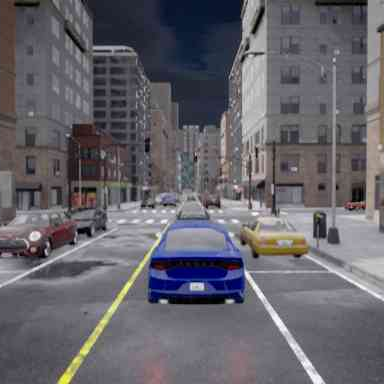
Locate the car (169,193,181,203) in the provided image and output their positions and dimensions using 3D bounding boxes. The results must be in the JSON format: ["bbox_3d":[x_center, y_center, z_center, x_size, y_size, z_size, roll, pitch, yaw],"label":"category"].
[{"bbox_3d":[-3.178,1.409,64.405,1.837,1.490,4.892,0,0,0],"label":"car"}]

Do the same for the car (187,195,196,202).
[{"bbox_3d":[-0.160,1.405,74.045,2.128,1.511,4.902,0,0,0],"label":"car"}]

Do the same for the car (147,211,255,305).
[{"bbox_3d":[0.079,1.459,8.152,1.882,1.535,5.008,0,0,0],"label":"car"}]

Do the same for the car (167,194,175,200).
[{"bbox_3d":[-5.882,1.290,94.871,1.967,1.590,4.097,-1,0,0],"label":"car"}]

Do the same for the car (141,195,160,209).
[{"bbox_3d":[-5.773,1.496,44.599,1.947,1.339,4.313,-1,0,0],"label":"car"}]

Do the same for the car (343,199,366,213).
[{"bbox_3d":[17.606,1.337,32.928,4.718,1.301,1.895,-1,1,0],"label":"car"}]

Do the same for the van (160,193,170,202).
[{"bbox_3d":[-5.835,1.232,72.528,1.690,1.788,3.998,-1,0,0],"label":"van"}]

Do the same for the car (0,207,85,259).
[{"bbox_3d":[-5.704,1.413,12.229,1.967,1.590,4.097,-1,0,0],"label":"car"}]

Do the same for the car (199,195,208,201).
[{"bbox_3d":[2.688,1.406,78.302,1.752,1.417,4.829,-1,0,0],"label":"car"}]

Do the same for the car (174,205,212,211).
[{"bbox_3d":[0.062,1.564,17.515,1.895,1.301,4.718,0,0,0],"label":"car"}]

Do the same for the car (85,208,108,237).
[{"bbox_3d":[-5.715,1.529,17.726,1.947,1.339,4.313,-1,0,0],"label":"car"}]

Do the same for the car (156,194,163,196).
[{"bbox_3d":[-5.797,1.442,55.601,1.752,1.417,4.829,-1,0,0],"label":"car"}]

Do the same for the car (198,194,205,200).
[{"bbox_3d":[2.657,1.401,94.890,2.008,1.369,4.403,-1,0,0],"label":"car"}]

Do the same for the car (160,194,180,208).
[{"bbox_3d":[-3.195,1.474,48.325,2.033,1.411,5.357,0,0,0],"label":"car"}]

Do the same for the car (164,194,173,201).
[{"bbox_3d":[-5.858,1.311,83.700,1.967,1.590,4.097,-1,0,0],"label":"car"}]

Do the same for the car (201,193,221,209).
[{"bbox_3d":[2.750,1.246,44.617,2.192,1.841,5.009,-1,0,0],"label":"car"}]

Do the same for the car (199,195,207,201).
[{"bbox_3d":[2.678,1.437,83.718,1.947,1.339,4.313,-1,0,0],"label":"car"}]

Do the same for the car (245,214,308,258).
[{"bbox_3d":[2.821,1.498,12.419,1.752,1.417,4.829,-1,0,0],"label":"car"}]

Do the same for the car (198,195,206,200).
[{"bbox_3d":[2.667,1.427,89.304,1.947,1.339,4.313,-1,0,0],"label":"car"}]

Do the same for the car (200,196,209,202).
[{"bbox_3d":[2.700,1.473,72.546,1.802,1.307,4.206,-1,0,0],"label":"car"}]

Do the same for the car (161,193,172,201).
[{"bbox_3d":[-5.848,1.196,78.114,2.192,1.841,5.009,-1,0,0],"label":"car"}]

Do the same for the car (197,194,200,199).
[{"bbox_3d":[2.707,1.215,66.960,2.192,1.841,5.009,-1,0,0],"label":"car"}]
